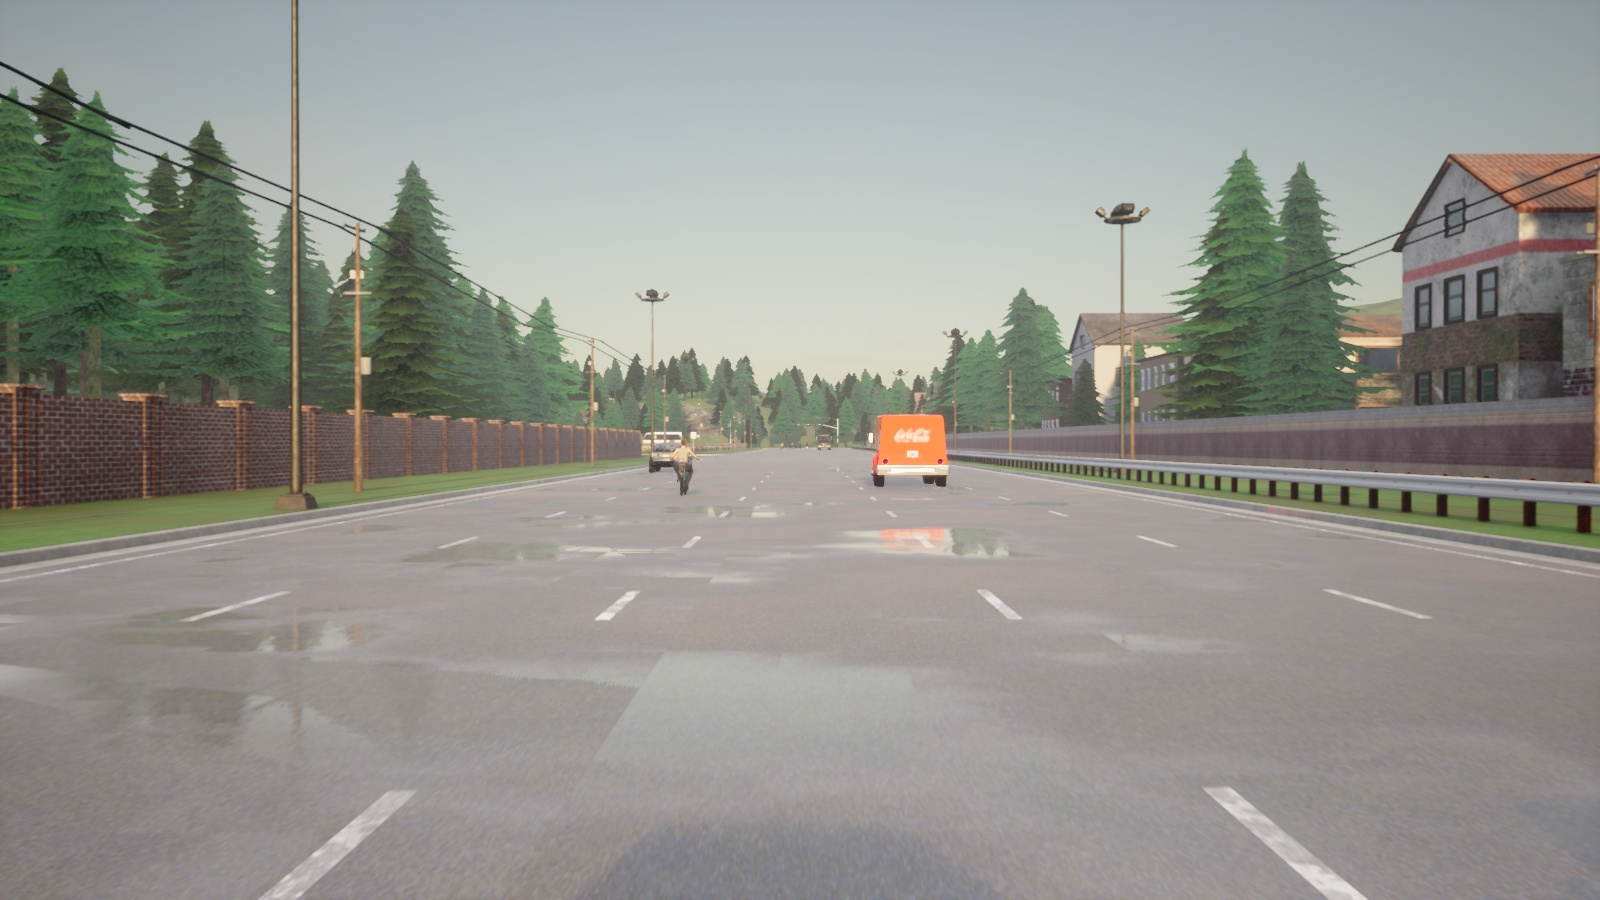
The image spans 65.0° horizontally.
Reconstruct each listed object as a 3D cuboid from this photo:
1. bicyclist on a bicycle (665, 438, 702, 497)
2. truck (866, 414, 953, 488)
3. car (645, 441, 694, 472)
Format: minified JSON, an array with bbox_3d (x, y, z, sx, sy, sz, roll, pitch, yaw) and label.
[{"bbox_3d":[-3.287,0.480,35.546,0.866,1.612,1.509,0,0,1],"label":"bicyclist on a bicycle"},{"bbox_3d":[3.769,0.013,44.341,2.627,2.467,5.204,0,0,0],"label":"truck"},{"bbox_3d":[-6.618,0.326,64.274,2.007,1.525,4.514,0,0,0],"label":"car"}]
